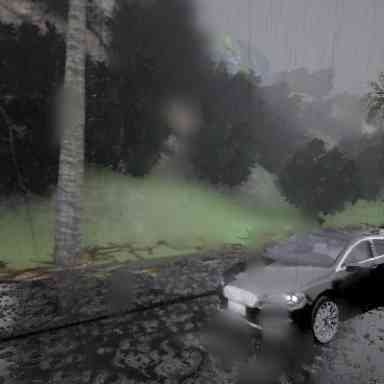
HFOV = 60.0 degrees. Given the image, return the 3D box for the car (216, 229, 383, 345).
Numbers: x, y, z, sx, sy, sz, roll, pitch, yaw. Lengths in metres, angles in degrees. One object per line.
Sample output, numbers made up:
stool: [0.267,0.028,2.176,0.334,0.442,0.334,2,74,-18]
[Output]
car: [2.683,1.527,6.520,4.902,1.511,2.128,0,0,-35]
